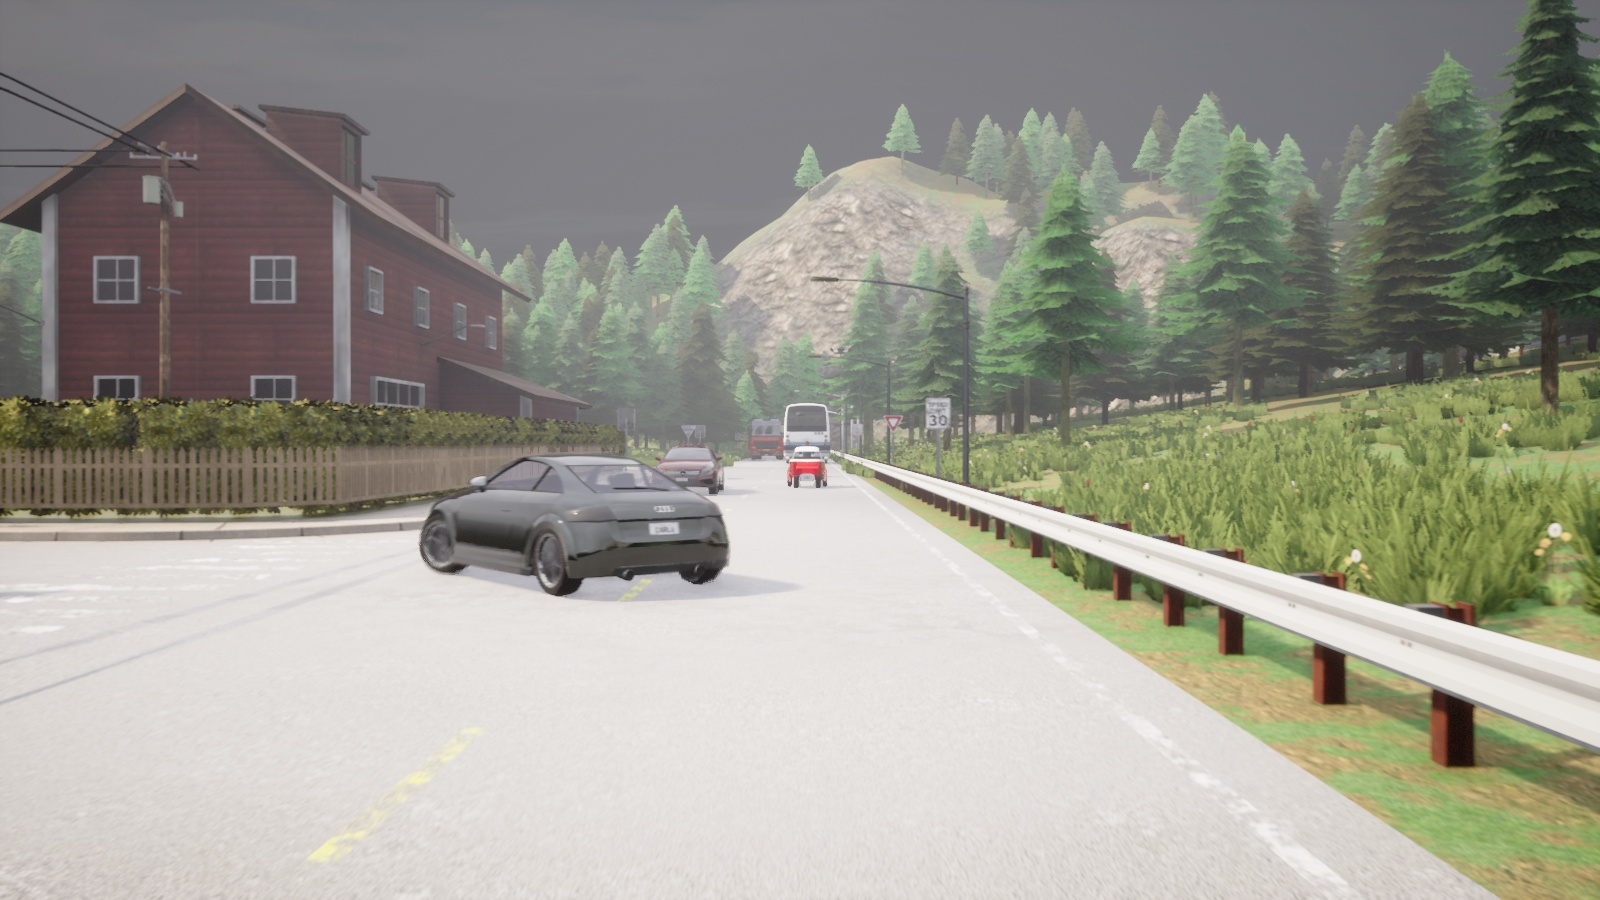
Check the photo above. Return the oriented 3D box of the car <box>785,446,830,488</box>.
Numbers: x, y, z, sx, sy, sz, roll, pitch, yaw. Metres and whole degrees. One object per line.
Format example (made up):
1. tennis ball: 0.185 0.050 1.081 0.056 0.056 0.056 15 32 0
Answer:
1. car: 0.248 0.563 42.768 1.481 1.376 2.207 0 1 0

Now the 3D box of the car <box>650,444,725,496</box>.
1. car: -3.281 0.560 37.437 1.812 1.442 4.674 0 0 0

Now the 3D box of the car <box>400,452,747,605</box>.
1. car: -2.642 0.731 13.883 1.994 1.385 4.181 0 0 -39

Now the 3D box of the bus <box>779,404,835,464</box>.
1. bus: 0.522 -1.149 93.008 3.944 4.253 10.273 0 0 0
